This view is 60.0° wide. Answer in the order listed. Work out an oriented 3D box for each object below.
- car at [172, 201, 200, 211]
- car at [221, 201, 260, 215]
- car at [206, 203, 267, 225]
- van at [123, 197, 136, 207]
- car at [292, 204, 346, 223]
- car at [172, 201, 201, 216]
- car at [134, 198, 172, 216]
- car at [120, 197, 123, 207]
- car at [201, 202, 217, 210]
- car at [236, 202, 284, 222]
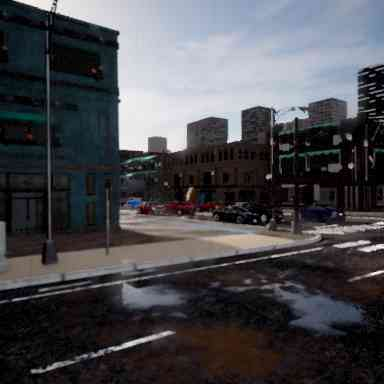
[{"bbox_3d":[-0.897,1.952,47.271,1.802,1.307,4.206,-2,0,-35],"label":"car"},{"bbox_3d":[5.518,1.796,38.250,2.008,1.369,4.403,-2,0,-35],"label":"car"},{"bbox_3d":[3.427,1.805,26.523,1.947,1.339,4.313,-2,0,-35],"label":"car"},{"bbox_3d":[-10.528,1.892,60.802,1.690,1.788,3.998,-2,0,-35],"label":"van"},{"bbox_3d":[10.228,1.702,27.003,1.994,1.385,4.181,-1,0,-34],"label":"car"},{"bbox_3d":[-1.551,1.830,38.215,1.882,1.535,5.008,-1,1,-35],"label":"car"},{"bbox_3d":[-4.521,1.836,37.901,1.967,1.590,4.097,-2,0,-35],"label":"car"},{"bbox_3d":[-13.737,1.925,65.312,2.192,1.841,5.009,-1,0,-35],"label":"car"},{"bbox_3d":[2.310,1.890,42.761,1.802,1.307,4.206,-2,0,-35],"label":"car"},{"bbox_3d":[5.526,1.690,28.267,1.882,1.535,5.008,-1,0,-35],"label":"car"}]
